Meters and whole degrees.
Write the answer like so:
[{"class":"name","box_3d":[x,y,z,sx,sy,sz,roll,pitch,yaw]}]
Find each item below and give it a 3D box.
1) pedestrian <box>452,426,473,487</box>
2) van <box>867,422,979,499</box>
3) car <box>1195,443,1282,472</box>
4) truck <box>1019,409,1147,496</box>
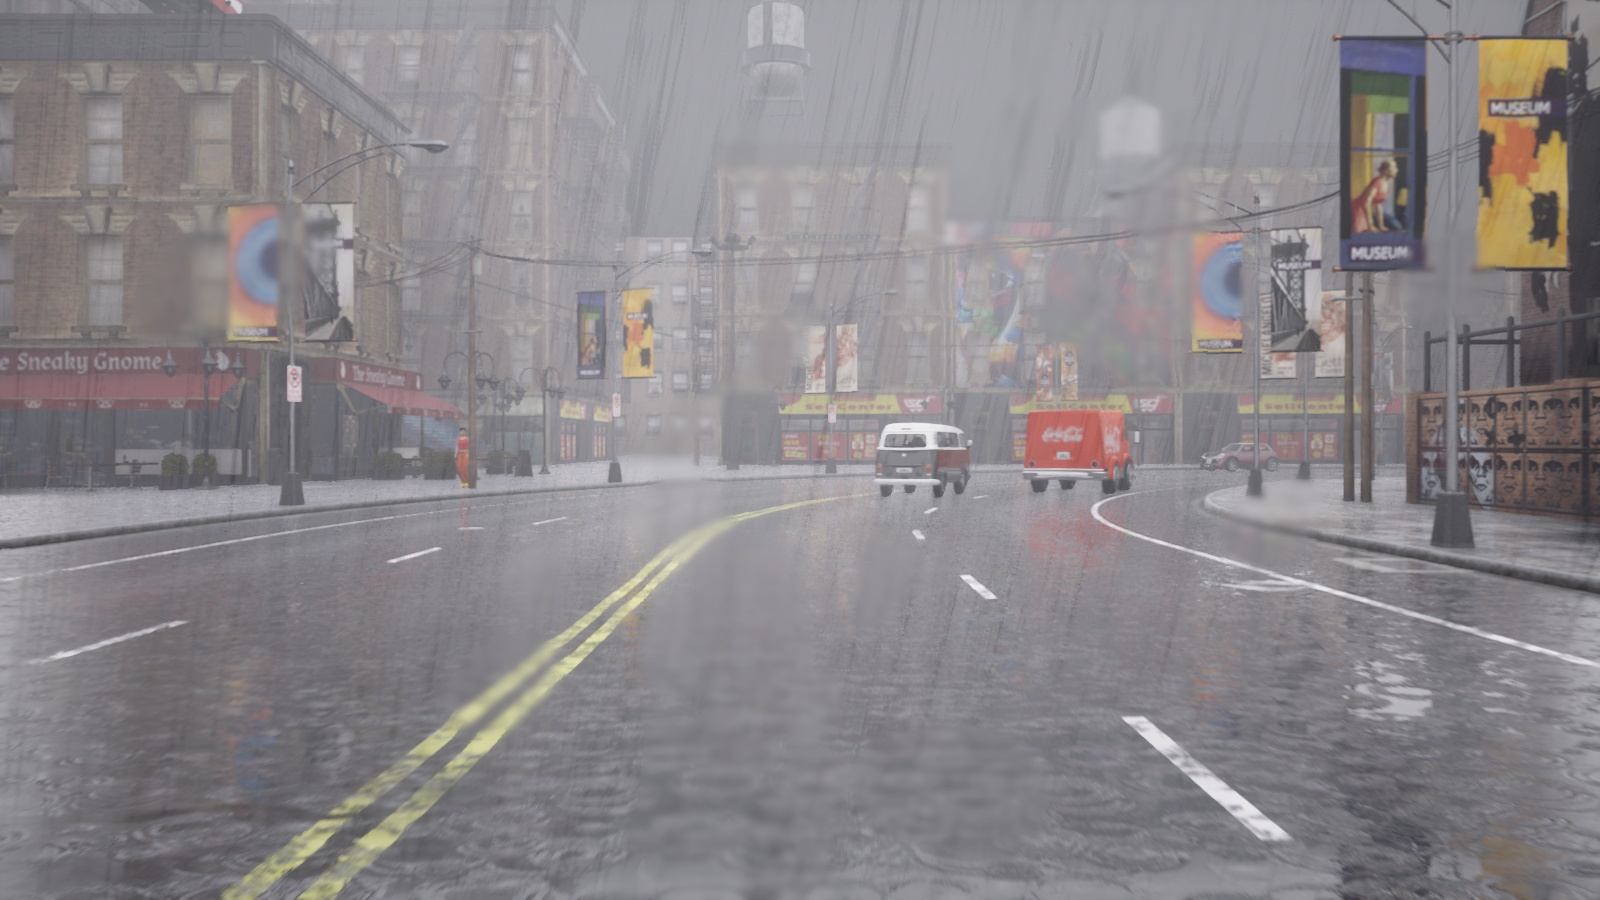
[{"class":"pedestrian","box_3d":[-10.259,0.180,38.145,0.345,1.836,0.594,0,0,17]},{"class":"van","box_3d":[3.564,0.273,35.527,2.069,2.038,4.480,0,0,21]},{"class":"car","box_3d":[22.526,0.366,64.577,3.806,1.475,1.970,0,0,-19]},{"class":"truck","box_3d":[8.743,0.050,38.401,2.627,2.467,5.204,0,0,27]}]
